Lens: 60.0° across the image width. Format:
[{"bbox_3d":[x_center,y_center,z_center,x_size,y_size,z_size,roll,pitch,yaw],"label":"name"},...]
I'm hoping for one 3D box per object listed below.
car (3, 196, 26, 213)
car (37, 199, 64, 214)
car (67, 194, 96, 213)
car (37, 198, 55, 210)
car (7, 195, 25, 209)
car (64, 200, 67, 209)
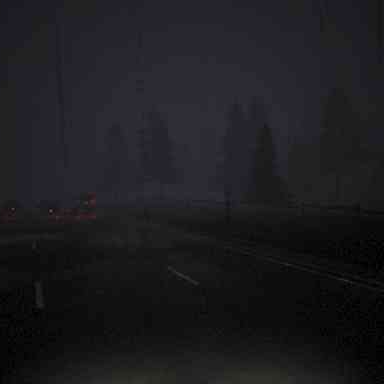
[{"bbox_3d":[-20.071,1.505,37.512,1.837,1.490,4.892,0,0,-26],"label":"car"},{"bbox_3d":[-15.166,1.601,35.471,1.895,1.301,4.718,0,0,-26],"label":"car"},{"bbox_3d":[-12.312,1.221,37.457,2.150,2.045,5.566,0,0,-26],"label":"car"},{"bbox_3d":[-19.031,1.564,43.322,1.994,1.385,4.181,0,0,-27],"label":"car"},{"bbox_3d":[-24.640,1.352,46.793,2.097,1.767,4.553,0,0,-26],"label":"car"},{"bbox_3d":[-16.575,1.525,46.114,1.812,1.442,4.674,0,0,-26],"label":"car"}]
